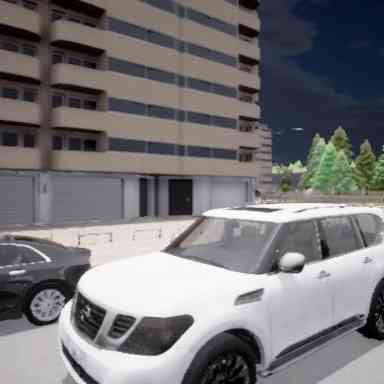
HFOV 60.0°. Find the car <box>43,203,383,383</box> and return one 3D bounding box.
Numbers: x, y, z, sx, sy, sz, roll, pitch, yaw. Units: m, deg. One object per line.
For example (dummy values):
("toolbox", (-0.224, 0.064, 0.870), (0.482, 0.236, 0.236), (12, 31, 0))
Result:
("car", (1.059, 1.216, 4.927), (5.566, 2.045, 2.150), (0, 0, -37))

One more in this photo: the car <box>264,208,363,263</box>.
("car", (4.863, 1.482, 12.826), (1.837, 1.490, 4.892), (0, 0, 42))

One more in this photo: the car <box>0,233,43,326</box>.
("car", (-4.065, 1.507, 5.492), (4.892, 1.490, 1.837), (0, 0, -36))
